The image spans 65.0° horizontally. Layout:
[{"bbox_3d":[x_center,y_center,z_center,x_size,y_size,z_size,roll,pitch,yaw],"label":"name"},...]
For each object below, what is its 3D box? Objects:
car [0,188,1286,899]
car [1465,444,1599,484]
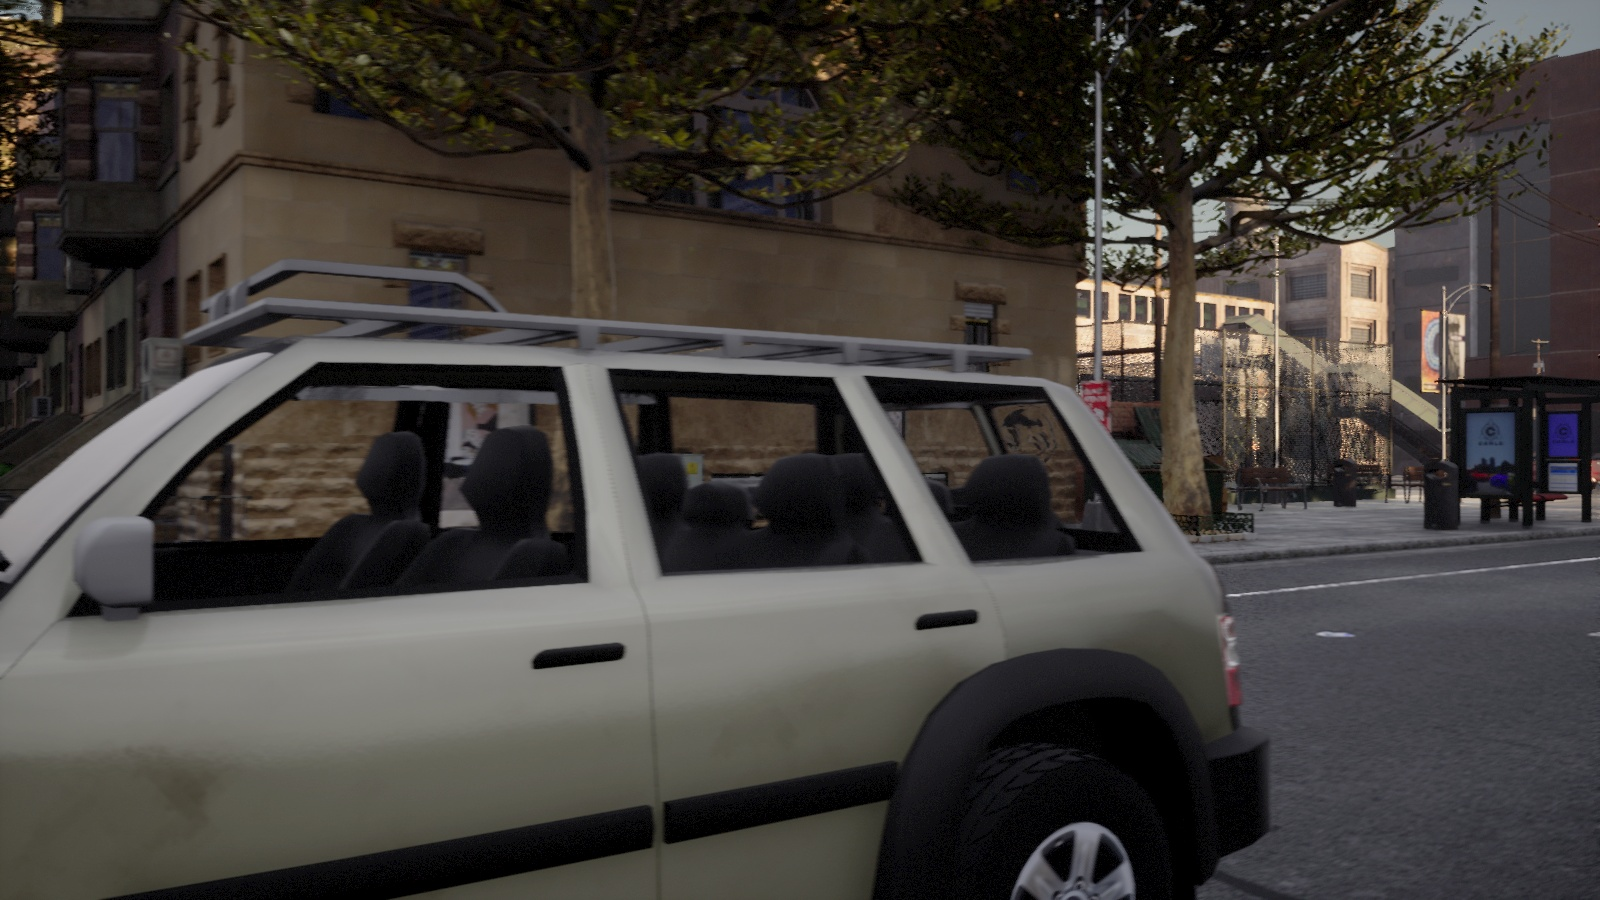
[{"bbox_3d":[-1.131,0.571,2.872,4.605,1.855,1.932,0,0,-35],"label":"car"},{"bbox_3d":[31.856,0.589,54.313,2.152,1.651,5.027,0,0,-34],"label":"car"}]
